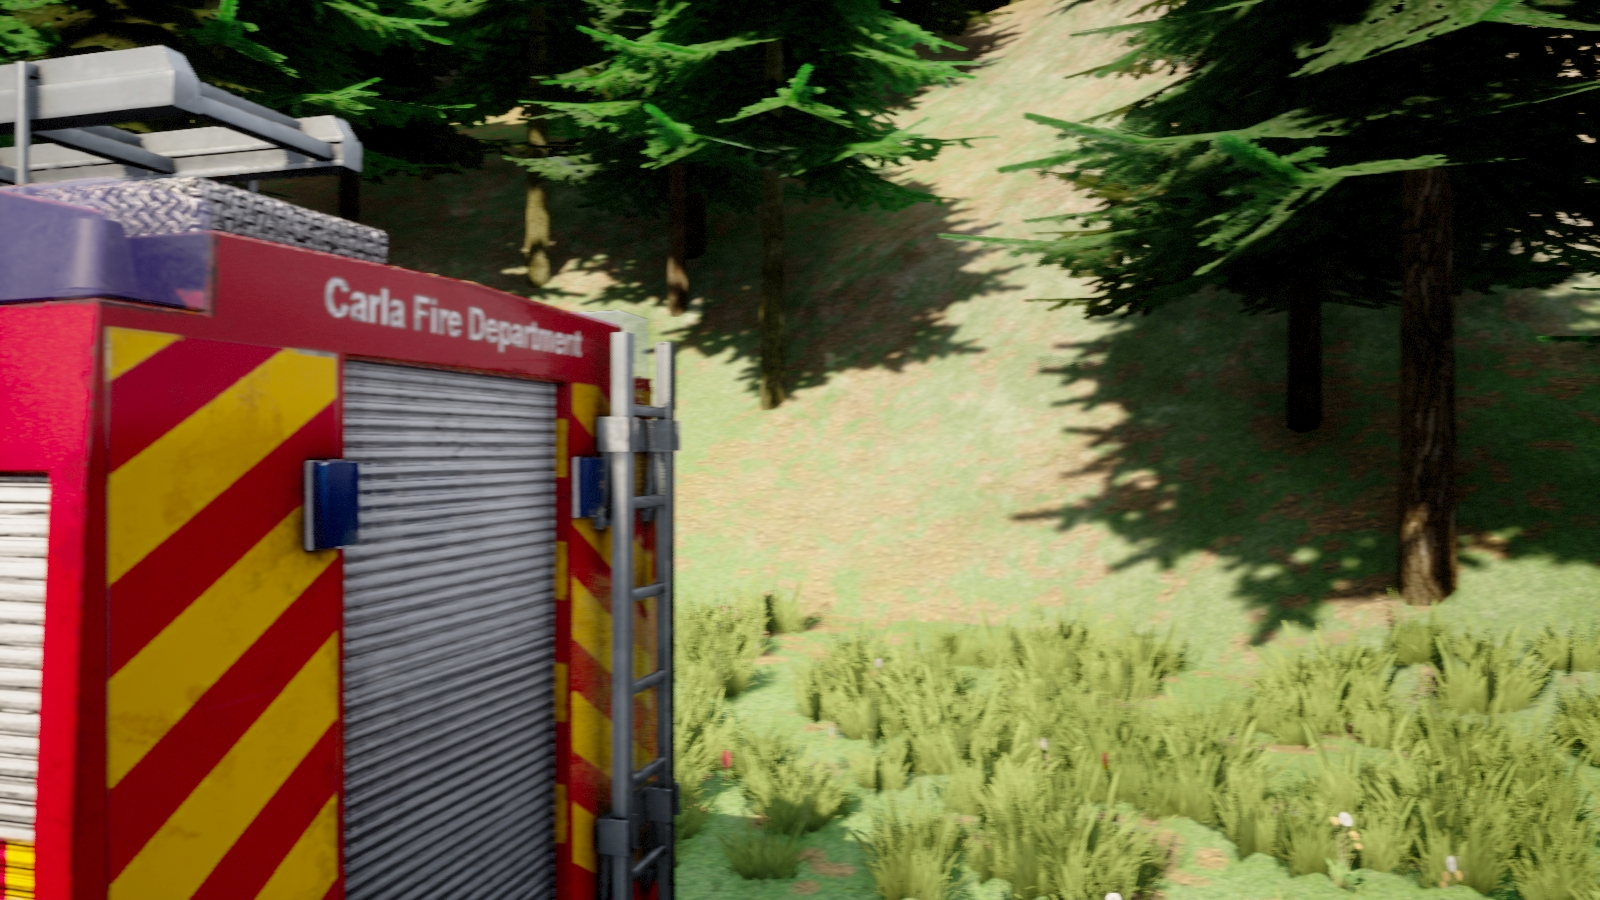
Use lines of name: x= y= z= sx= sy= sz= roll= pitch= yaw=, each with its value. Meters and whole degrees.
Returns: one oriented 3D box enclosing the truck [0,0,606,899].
truck: x=-5.274 y=0.862 z=4.550 sx=8.468 sy=3.827 sz=2.891 roll=0 pitch=0 yaw=17
